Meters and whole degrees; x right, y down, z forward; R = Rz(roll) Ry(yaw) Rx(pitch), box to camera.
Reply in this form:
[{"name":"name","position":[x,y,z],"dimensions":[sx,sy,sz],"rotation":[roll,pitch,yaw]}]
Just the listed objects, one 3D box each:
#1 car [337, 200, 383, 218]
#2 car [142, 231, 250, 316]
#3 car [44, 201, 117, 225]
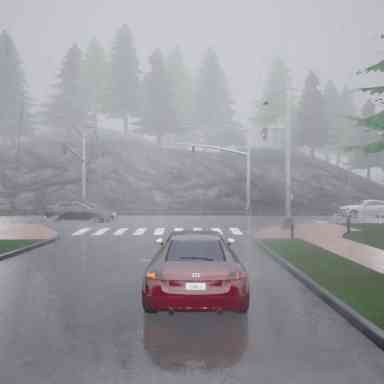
[{"name":"car","position":[14.352,1.363,27.158],"dimensions":[4.674,1.442,1.812],"rotation":[0,0,0]},{"name":"car","position":[0.078,1.564,7.625],"dimensions":[1.994,1.385,4.181],"rotation":[0,0,0]},{"name":"car","position":[-7.607,1.360,22.879],"dimensions":[4.902,1.511,2.128],"rotation":[1,0,8]}]
